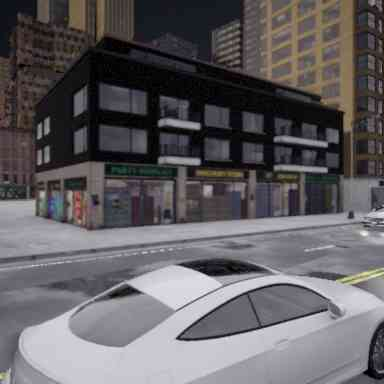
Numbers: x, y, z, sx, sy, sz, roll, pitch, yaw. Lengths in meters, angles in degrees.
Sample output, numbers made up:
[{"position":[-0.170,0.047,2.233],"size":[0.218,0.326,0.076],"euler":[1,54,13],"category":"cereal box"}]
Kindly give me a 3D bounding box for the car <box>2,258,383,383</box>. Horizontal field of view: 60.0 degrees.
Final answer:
[{"position":[0.515,1.522,3.803],"size":[4.674,1.442,1.812],"euler":[0,0,-35],"category":"car"}]

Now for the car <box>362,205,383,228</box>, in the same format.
[{"position":[12.366,1.490,20.456],"size":[4.674,1.442,1.812],"euler":[0,0,-35],"category":"car"}]
